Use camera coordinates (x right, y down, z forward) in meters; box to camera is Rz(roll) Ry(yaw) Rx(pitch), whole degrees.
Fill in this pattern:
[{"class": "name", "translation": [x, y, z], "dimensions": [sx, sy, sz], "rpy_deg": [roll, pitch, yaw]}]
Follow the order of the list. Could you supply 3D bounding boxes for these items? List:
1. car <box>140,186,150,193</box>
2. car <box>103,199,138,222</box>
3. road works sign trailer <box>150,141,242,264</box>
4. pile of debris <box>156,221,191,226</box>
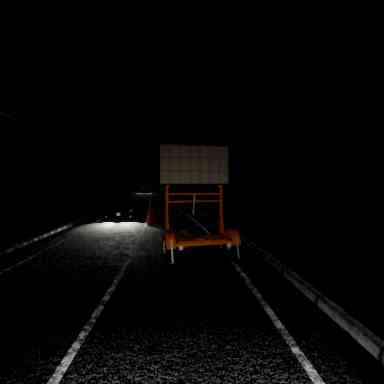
[{"class": "car", "translation": [-10.659, -0.572, 74.856], "dimensions": [1.812, 1.442, 4.674], "rpy_deg": [0, 4, -7]}, {"class": "car", "translation": [-4.577, 1.127, 21.710], "dimensions": [1.994, 1.385, 4.181], "rpy_deg": [0, 0, -6]}, {"class": "road works sign trailer", "translation": [0.036, 0.174, 10.845], "dimensions": [2.380, 3.560, 2.880], "rpy_deg": [-1, 1, -16]}, {"class": "pile of debris", "translation": [-1.073, 1.743, 18.463], "dimensions": [1.860, 0.140, 1.500], "rpy_deg": [0, 1, -5]}]
